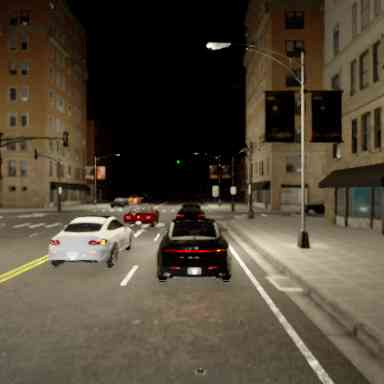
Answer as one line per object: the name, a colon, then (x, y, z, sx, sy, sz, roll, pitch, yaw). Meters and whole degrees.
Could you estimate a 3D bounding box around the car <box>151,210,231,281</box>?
car: (0.042, 1.503, 9.831, 1.837, 1.490, 4.892, 0, 0, 0)

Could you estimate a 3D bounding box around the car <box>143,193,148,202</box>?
car: (-10.163, 1.187, 67.421, 2.150, 2.045, 5.566, 0, 0, 0)

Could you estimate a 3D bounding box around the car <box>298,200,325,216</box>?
car: (12.858, 1.525, 32.489, 4.902, 1.511, 2.128, 0, 0, -1)

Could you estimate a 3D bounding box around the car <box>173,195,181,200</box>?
car: (-3.779, 1.378, 86.159, 1.994, 1.385, 4.181, 0, 0, 0)

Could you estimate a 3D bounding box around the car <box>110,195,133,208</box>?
car: (-10.133, 1.526, 47.117, 2.033, 1.411, 5.357, 0, 0, -1)

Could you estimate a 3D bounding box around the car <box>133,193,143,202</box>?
car: (-10.168, 1.324, 57.007, 2.097, 1.767, 4.553, 0, 0, 0)

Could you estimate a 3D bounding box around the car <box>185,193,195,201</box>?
car: (-0.465, 1.461, 75.759, 1.837, 1.490, 4.892, 0, 0, 0)

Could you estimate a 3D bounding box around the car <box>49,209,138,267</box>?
car: (-3.221, 1.521, 11.254, 1.812, 1.442, 4.674, 0, 0, 0)

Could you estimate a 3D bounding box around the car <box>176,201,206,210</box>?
car: (-0.065, 1.519, 21.584, 1.812, 1.442, 4.674, 0, 0, 0)

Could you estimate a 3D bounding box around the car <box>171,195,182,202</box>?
car: (-3.717, 1.484, 76.156, 1.812, 1.442, 4.674, 0, 0, 0)

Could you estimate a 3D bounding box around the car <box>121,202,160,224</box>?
car: (-3.285, 1.593, 22.579, 1.895, 1.301, 4.718, 0, 0, 0)
